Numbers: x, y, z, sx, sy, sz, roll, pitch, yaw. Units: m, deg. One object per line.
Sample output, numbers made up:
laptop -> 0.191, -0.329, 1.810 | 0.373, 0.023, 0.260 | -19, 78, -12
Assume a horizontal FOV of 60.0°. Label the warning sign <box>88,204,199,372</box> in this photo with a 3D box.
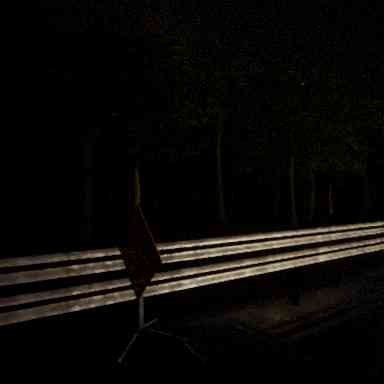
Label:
warning sign -> -0.716, 1.124, 4.640 | 1.060, 1.860, 1.300 | 0, 0, -36
